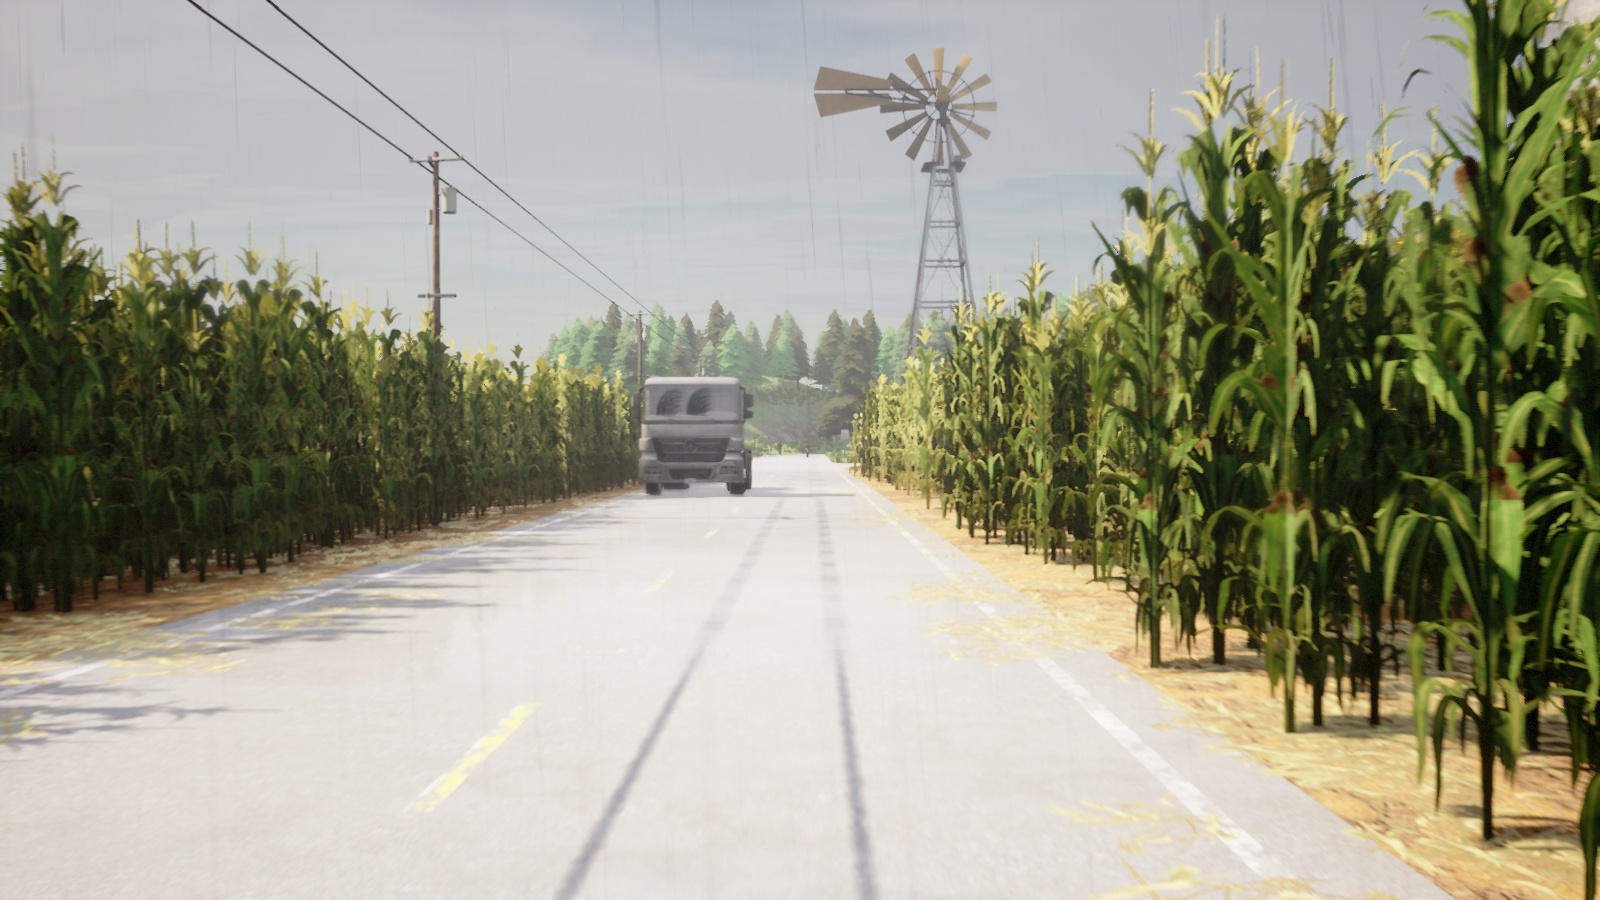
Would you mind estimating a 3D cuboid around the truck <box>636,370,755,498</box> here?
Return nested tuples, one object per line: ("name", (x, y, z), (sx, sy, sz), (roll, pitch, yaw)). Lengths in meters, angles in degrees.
("truck", (-2.964, -0.452, 37.977), (2.891, 3.462, 7.936), (0, 0, 0))
